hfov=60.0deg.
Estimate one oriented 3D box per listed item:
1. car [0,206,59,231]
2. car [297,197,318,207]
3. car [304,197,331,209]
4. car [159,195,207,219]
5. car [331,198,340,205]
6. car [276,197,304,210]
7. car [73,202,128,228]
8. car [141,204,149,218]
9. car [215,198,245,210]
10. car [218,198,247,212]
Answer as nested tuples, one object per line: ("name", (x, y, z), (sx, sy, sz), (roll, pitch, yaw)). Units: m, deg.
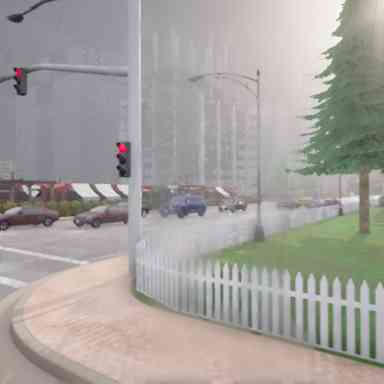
("car", (-11.147, 1.646, 21.968), (1.812, 1.442, 4.674), (0, 0, 36))
("car", (18.507, 1.563, 53.137), (1.882, 1.535, 5.008), (0, 0, 34))
("car", (16.471, 1.629, 43.848), (1.994, 1.385, 4.181), (0, 0, 34))
("car", (-0.726, 1.324, 31.183), (2.150, 2.045, 5.566), (0, 0, 34))
("car", (21.338, 1.591, 51.076), (1.812, 1.442, 4.674), (0, 0, 34))
("car", (13.020, 1.632, 44.985), (2.033, 1.411, 5.357), (0, 0, 34))
("car", (-6.032, 1.627, 23.260), (1.812, 1.442, 4.674), (0, 0, 34))
("car", (-5.930, 1.599, 29.716), (1.882, 1.535, 5.008), (0, 0, 34))
("car", (5.419, 1.615, 46.502), (2.128, 1.511, 4.902), (0, 0, 34))
("car", (4.907, 1.595, 39.524), (2.128, 1.511, 4.902), (0, 0, 34))
